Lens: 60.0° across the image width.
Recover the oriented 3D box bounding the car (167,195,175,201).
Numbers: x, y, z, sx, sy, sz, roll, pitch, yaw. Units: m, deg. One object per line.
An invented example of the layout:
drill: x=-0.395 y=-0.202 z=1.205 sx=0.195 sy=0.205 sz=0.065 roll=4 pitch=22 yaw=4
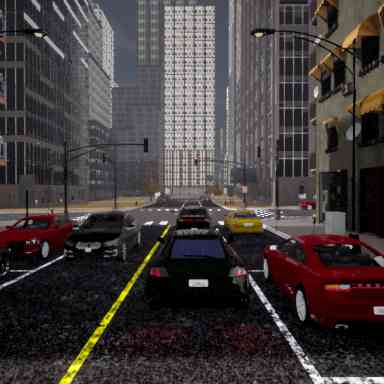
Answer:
car: x=-5.646 y=1.543 z=89.316 sx=1.887 sy=1.381 sz=4.507 roll=-1 pitch=0 yaw=0

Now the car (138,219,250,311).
car: x=0.107 y=1.563 z=7.823 sx=1.994 sy=1.385 sz=4.181 roll=0 pitch=0 yaw=0

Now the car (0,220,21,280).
car: x=-5.696 y=1.439 z=6.958 sx=1.967 sy=1.590 sz=4.097 roll=-1 pitch=0 yaw=0

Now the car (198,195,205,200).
car: x=2.738 y=1.581 z=94.870 sx=1.802 sy=1.307 sz=4.206 roll=-1 pitch=0 yaw=0

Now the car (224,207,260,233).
car: x=2.692 y=1.523 z=18.156 sx=1.752 sy=1.417 sz=4.829 roll=-1 pitch=0 yaw=0

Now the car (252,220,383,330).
car: x=2.686 y=1.544 z=6.940 sx=1.887 sy=1.381 sz=4.507 roll=-1 pitch=0 yaw=0

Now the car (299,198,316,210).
car: x=14.273 y=1.255 z=37.104 sx=4.507 sy=1.381 sz=1.887 roll=-1 pitch=1 yaw=0

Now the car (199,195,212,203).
car: x=2.716 y=1.437 z=61.513 sx=1.967 sy=1.590 sz=4.097 roll=-1 pitch=0 yaw=0

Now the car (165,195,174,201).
car: x=-5.650 y=1.523 z=83.587 sx=1.752 sy=1.417 sz=4.829 roll=-1 pitch=0 yaw=0

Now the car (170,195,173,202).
car: x=-5.661 y=1.312 z=67.079 sx=2.192 sy=1.841 sz=5.009 roll=-1 pitch=0 yaw=0

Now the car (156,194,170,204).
car: x=-5.662 y=1.541 z=61.519 sx=1.887 sy=1.381 sz=4.507 roll=-1 pitch=0 yaw=0

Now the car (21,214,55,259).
car: x=-5.692 y=1.543 z=12.482 sx=1.887 sy=1.381 sz=4.507 roll=-1 pitch=0 yaw=0

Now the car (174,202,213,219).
car: x=0.087 y=1.502 z=17.807 sx=1.837 sy=1.490 sz=4.892 roll=0 pitch=0 yaw=-1

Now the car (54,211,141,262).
car: x=-3.059 y=1.505 z=12.261 sx=1.837 sy=1.490 sz=4.892 roll=0 pitch=-1 yaw=0
